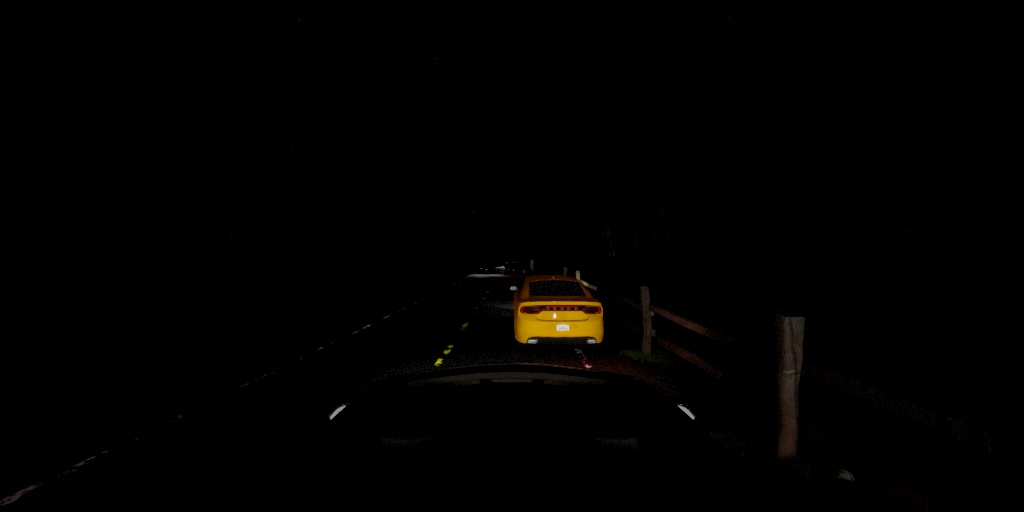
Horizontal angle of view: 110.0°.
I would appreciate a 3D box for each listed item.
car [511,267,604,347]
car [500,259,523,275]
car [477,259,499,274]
[{"bbox_3d":[0.982,1.227,9.367,1.882,1.535,5.008,0,0,0],"label":"car"},{"bbox_3d":[0.165,1.219,38.340,2.128,1.511,4.902,0,0,0],"label":"car"},{"bbox_3d":[-2.761,1.229,40.545,1.837,1.490,4.892,0,0,0],"label":"car"}]
